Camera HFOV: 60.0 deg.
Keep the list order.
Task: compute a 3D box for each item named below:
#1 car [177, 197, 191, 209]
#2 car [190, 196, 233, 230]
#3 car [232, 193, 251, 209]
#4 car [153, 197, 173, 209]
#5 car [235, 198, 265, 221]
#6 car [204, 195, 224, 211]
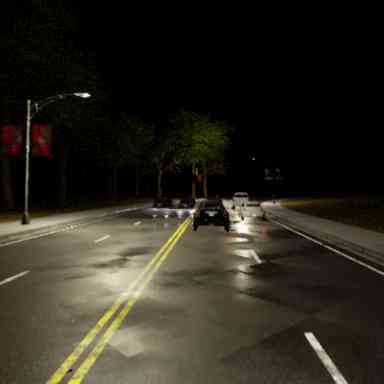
[{"bbox_3d":[-0.522,1.368,41.713,1.812,1.442,4.674,1,0,8],"label":"car"},{"bbox_3d":[1.202,1.289,20.676,2.097,1.767,4.553,1,0,3],"label":"car"},{"bbox_3d":[6.352,1.133,42.854,2.150,2.045,5.566,1,0,9],"label":"car"},{"bbox_3d":[-3.650,1.329,42.866,1.812,1.442,4.674,1,0,8],"label":"car"},{"bbox_3d":[4.792,1.490,26.984,1.812,1.442,4.674,1,0,4],"label":"car"},{"bbox_3d":[2.665,1.239,39.494,2.097,1.767,4.553,1,0,7],"label":"car"}]
